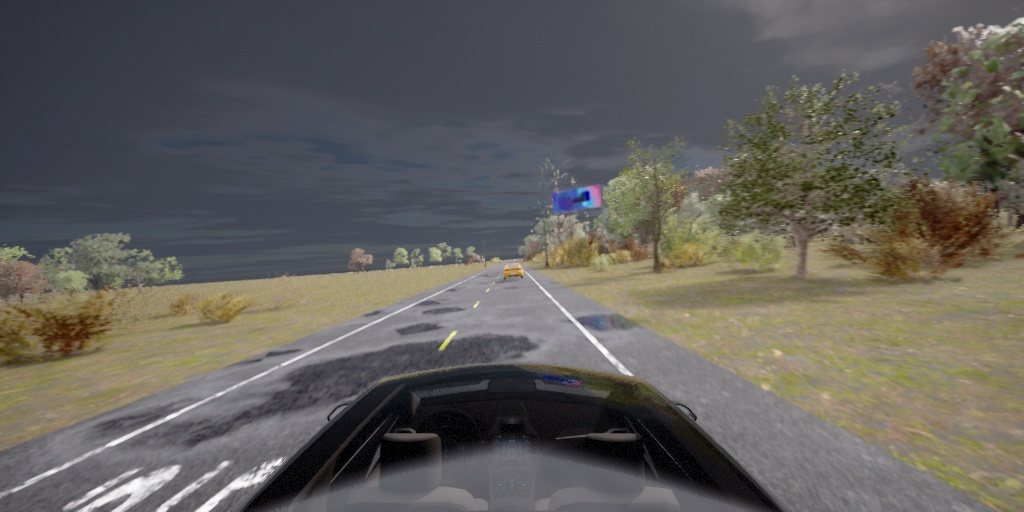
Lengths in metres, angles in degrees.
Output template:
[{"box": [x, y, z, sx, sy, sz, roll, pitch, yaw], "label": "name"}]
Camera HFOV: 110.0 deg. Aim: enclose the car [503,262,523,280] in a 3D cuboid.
[{"box": [0.123, 1.480, 36.236, 1.882, 1.535, 5.008, -4, 0, 0], "label": "car"}]
